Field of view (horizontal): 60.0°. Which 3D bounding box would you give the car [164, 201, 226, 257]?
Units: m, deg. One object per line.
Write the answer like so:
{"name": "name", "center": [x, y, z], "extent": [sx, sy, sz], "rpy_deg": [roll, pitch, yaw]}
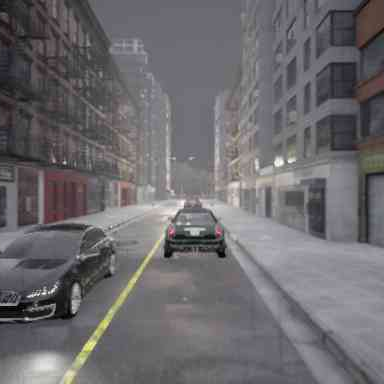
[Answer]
{"name": "car", "center": [0.101, 1.391, 13.204], "extent": [2.097, 1.767, 4.553], "rpy_deg": [0, 0, 0]}

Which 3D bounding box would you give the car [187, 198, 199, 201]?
{"name": "car", "center": [0.103, 1.474, 37.931], "extent": [2.097, 1.767, 4.553], "rpy_deg": [0, 0, 0]}

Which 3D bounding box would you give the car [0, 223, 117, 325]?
{"name": "car", "center": [-2.999, 1.527, 7.465], "extent": [1.837, 1.490, 4.892], "rpy_deg": [0, 0, 0]}
